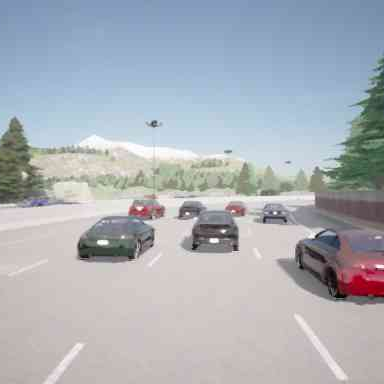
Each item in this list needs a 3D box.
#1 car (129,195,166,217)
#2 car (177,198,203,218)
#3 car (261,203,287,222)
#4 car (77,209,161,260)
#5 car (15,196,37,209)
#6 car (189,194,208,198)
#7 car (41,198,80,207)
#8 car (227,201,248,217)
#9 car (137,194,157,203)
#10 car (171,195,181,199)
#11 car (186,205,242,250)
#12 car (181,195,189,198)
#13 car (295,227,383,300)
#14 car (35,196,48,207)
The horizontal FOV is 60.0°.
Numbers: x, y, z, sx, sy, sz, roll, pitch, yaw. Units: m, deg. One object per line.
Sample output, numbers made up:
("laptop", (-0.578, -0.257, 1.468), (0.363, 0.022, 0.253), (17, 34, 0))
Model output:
("car", (-3.723, 1.364, 28.337), (2.097, 1.767, 4.553), (0, 0, 12))
("car", (0.158, 1.529, 29.758), (1.837, 1.490, 4.892), (0, 0, 13))
("car", (6.579, 1.587, 26.636), (2.033, 1.411, 5.357), (0, 0, 12))
("car", (-2.642, 1.566, 12.507), (1.994, 1.385, 4.181), (0, 0, 5))
("car", (-19.044, 1.329, 40.240), (2.097, 1.767, 4.553), (0, 0, 16))
("car", (1.865, 1.358, 73.328), (2.097, 1.767, 4.553), (0, 0, 29))
("car", (-13.208, 1.591, 34.966), (1.895, 1.301, 4.718), (0, 0, 14))
("car", (4.282, 1.563, 31.974), (1.812, 1.442, 4.674), (0, 0, 14))
("car", (-9.931, 1.378, 73.544), (2.097, 1.767, 4.553), (0, 0, 27))
("car", (-3.307, 1.468, 78.378), (1.994, 1.385, 4.181), (0, 0, 29))
("car", (1.078, 1.519, 14.456), (1.837, 1.490, 4.892), (0, 0, 6))
("car", (-0.001, 1.309, 77.107), (1.837, 1.490, 4.892), (0, 0, 29))
("car", (4.023, 1.582, 8.454), (1.994, 1.385, 4.181), (0, 0, 4))
("car", (-15.753, 1.512, 39.046), (1.812, 1.442, 4.674), (0, 0, 15))
